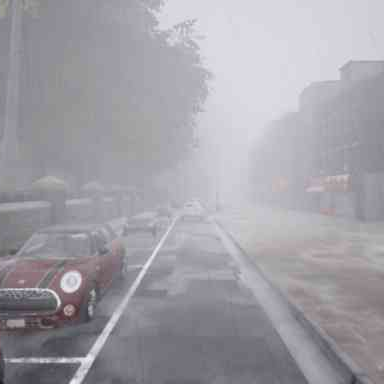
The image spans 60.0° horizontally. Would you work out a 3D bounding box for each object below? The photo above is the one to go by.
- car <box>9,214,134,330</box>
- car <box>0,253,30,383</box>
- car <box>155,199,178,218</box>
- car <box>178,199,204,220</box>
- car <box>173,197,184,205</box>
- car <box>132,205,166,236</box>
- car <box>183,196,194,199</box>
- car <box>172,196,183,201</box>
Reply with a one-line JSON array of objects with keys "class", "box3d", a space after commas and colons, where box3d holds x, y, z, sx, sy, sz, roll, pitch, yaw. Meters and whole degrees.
[{"class": "car", "box3d": [-2.639, 1.442, 6.980, 1.967, 1.590, 4.097, 0, 0, 0]}, {"class": "car", "box3d": [-2.641, 1.440, 1.292, 1.967, 1.590, 4.097, 0, 0, 0]}, {"class": "car", "box3d": [-2.635, 1.583, 29.735, 2.008, 1.369, 4.403, 0, 0, 0]}, {"class": "car", "box3d": [0.030, 1.554, 28.228, 1.812, 1.442, 4.674, 0, 0, 1]}, {"class": "car", "box3d": [-2.628, 1.709, 63.867, 1.947, 1.339, 4.313, -1, 0, 0]}, {"class": "car", "box3d": [-2.637, 1.594, 18.358, 1.802, 1.307, 4.206, 0, 0, 0]}, {"class": "car", "box3d": [0.086, 1.598, 44.976, 1.812, 1.442, 4.674, 0, 0, 0]}, {"class": "car", "box3d": [-2.632, 1.623, 46.801, 1.887, 1.381, 4.507, 0, 0, 0]}]
